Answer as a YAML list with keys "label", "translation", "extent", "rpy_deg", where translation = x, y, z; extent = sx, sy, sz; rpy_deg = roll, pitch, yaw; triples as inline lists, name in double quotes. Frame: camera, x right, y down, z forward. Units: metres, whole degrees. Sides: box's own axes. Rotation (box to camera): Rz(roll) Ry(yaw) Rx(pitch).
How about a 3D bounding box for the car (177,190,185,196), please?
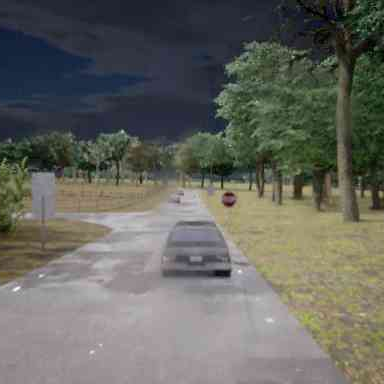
- label: "car"
  translation: [-2.752, 0.201, 78.322]
  extent: [1.837, 1.490, 4.892]
  rpy_deg: [0, 2, 0]

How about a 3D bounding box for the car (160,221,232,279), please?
- label: "car"
  translation: [0.099, 1.593, 10.152]
  extent: [2.033, 1.411, 5.357]
  rpy_deg: [0, 0, 0]

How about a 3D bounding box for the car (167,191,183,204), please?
- label: "car"
  translation: [-2.750, 1.080, 51.064]
  extent: [1.812, 1.442, 4.674]
  rpy_deg: [0, 1, 0]
